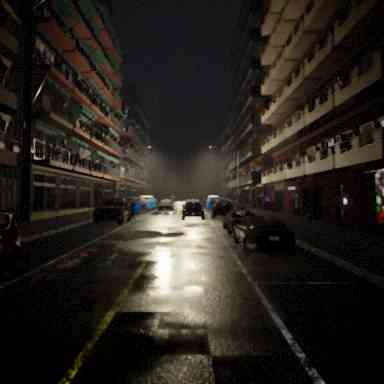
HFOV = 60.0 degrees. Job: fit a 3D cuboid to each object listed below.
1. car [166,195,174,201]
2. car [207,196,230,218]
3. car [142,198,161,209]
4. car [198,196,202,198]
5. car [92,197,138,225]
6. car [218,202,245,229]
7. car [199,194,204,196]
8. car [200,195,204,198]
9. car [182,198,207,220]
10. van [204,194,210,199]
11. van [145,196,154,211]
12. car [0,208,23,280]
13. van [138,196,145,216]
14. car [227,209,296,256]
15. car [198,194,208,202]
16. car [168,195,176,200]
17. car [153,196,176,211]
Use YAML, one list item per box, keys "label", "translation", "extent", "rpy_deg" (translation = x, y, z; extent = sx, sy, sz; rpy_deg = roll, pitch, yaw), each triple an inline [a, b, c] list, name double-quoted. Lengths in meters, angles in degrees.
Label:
- label: "car"
  translation: [-5.642, 1.568, 86.669]
  extent: [1.752, 1.417, 4.829]
  rpy_deg: [1, 0, 0]
- label: "car"
  translation: [2.707, 1.449, 30.053]
  extent: [1.967, 1.590, 4.097]
  rpy_deg: [1, 0, 0]
- label: "car"
  translation: [-5.665, 1.567, 47.047]
  extent: [2.008, 1.369, 4.403]
  rpy_deg: [1, 0, 0]
- label: "car"
  translation: [0.101, 1.616, 46.077]
  extent: [1.895, 1.301, 4.718]
  rpy_deg: [0, 0, 0]
- label: "car"
  translation: [-5.670, 1.322, 24.308]
  extent: [2.192, 1.841, 5.009]
  rpy_deg: [1, 0, 0]
- label: "car"
  translation: [2.705, 1.531, 18.854]
  extent: [1.752, 1.417, 4.829]
  rpy_deg: [1, 0, 0]
- label: "car"
  translation: [2.704, 1.592, 64.162]
  extent: [1.947, 1.339, 4.313]
  rpy_deg: [1, 0, 0]
- label: "car"
  translation: [2.704, 1.604, 58.476]
  extent: [1.802, 1.307, 4.206]
  rpy_deg: [1, 0, 0]
- label: "car"
  translation: [0.100, 1.534, 28.427]
  extent: [1.812, 1.442, 4.674]
  rpy_deg: [0, 0, 0]
- label: "van"
  translation: [2.708, 1.354, 41.423]
  extent: [1.690, 1.788, 3.998]
  rpy_deg: [1, 0, 0]
- label: "van"
  translation: [-5.677, 1.354, 41.363]
  extent: [1.690, 1.788, 3.998]
  rpy_deg: [1, 0, 0]
- label: "car"
  translation: [-5.670, 1.317, 7.255]
  extent: [2.192, 1.841, 5.009]
  rpy_deg: [1, 0, 0]
- label: "van"
  translation: [-5.671, 1.350, 29.992]
  extent: [1.690, 1.788, 3.998]
  rpy_deg: [1, 0, 0]
- label: "car"
  translation: [2.705, 1.569, 12.999]
  extent: [1.947, 1.339, 4.313]
  rpy_deg: [1, 0, 0]
- label: "car"
  translation: [2.709, 1.353, 81.215]
  extent: [2.192, 1.841, 5.009]
  rpy_deg: [1, 0, 0]
- label: "car"
  translation: [-5.642, 1.592, 92.525]
  extent: [1.887, 1.381, 4.507]
  rpy_deg: [1, 0, 0]
- label: "car"
  translation: [-3.097, 1.560, 40.609]
  extent: [2.033, 1.411, 5.357]
  rpy_deg: [0, 0, 0]
